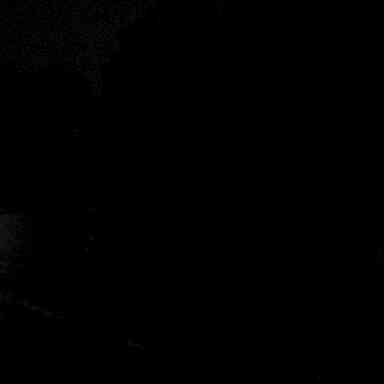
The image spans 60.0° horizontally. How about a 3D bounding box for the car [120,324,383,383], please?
[{"bbox_3d":[1.342,1.551,1.841,4.403,1.369,2.008,0,1,35],"label":"car"}]
